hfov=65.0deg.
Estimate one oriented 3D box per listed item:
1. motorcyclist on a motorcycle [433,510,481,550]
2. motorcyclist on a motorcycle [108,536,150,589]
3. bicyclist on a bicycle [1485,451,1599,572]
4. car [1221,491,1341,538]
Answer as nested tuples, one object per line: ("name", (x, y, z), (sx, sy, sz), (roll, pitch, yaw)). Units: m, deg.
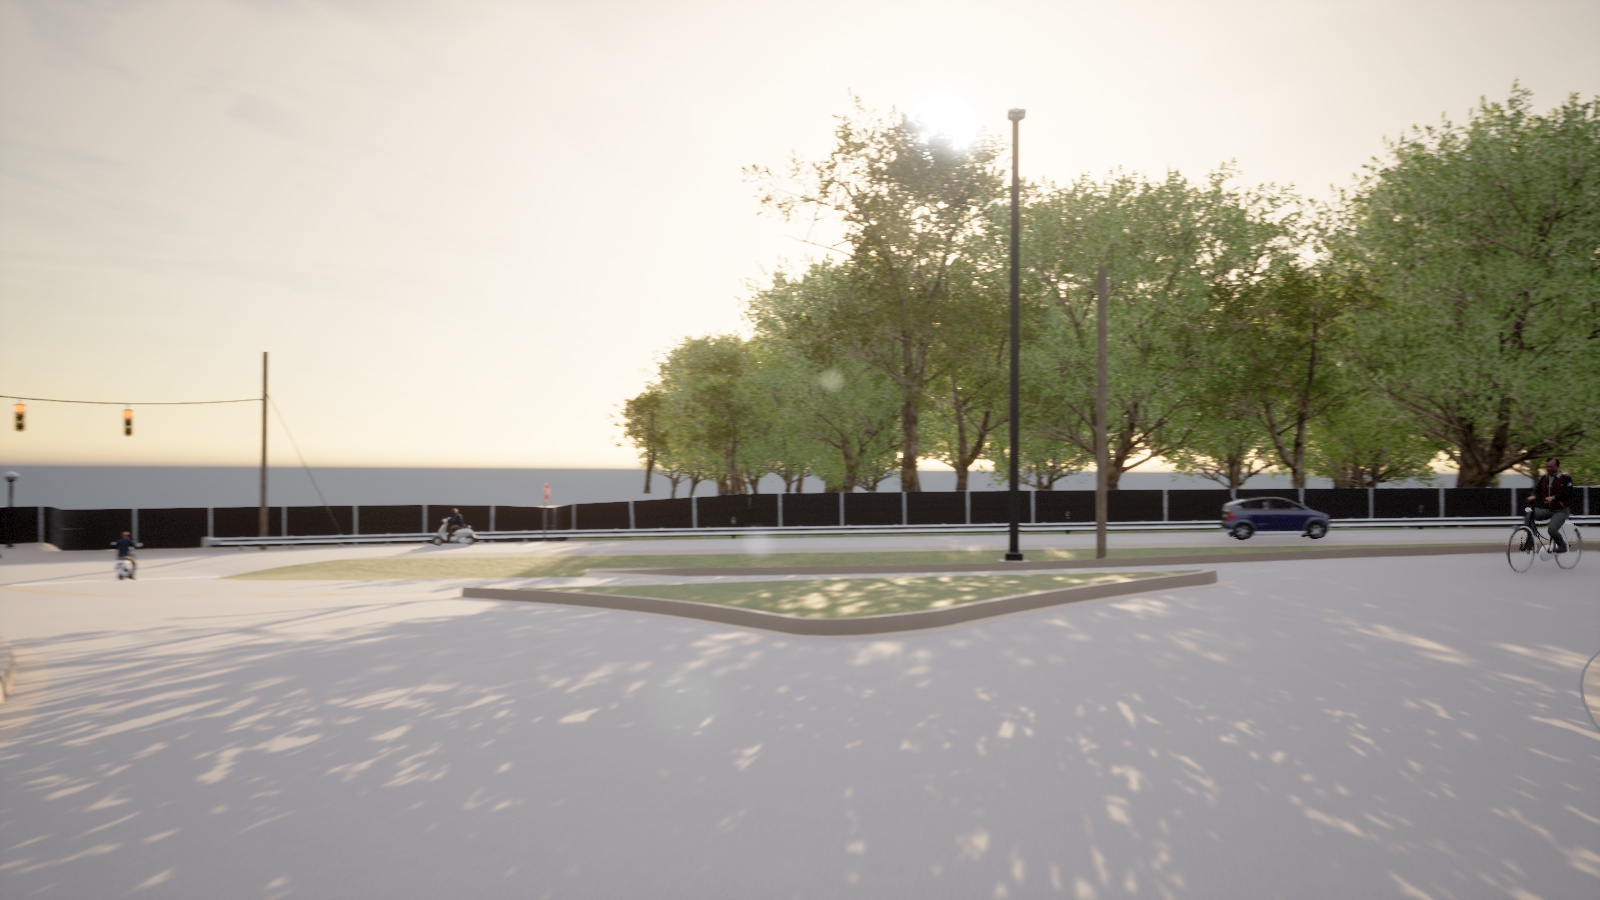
("motorcyclist on a motorcycle", (-14.417, 3.356, 52.827), (1.817, 1.590, 0.866), (-2, 0, -6))
("motorcyclist on a motorcycle", (-21.622, 3.602, 40.500), (0.866, 1.590, 1.817), (0, -1, -18))
("bicyclist on a bicycle", (11.452, 0.913, 19.318), (1.843, 1.776, 0.659), (0, 0, -27))
("car", (17.448, 2.331, 45.687), (3.705, 1.549, 1.789), (-2, -1, 9))
